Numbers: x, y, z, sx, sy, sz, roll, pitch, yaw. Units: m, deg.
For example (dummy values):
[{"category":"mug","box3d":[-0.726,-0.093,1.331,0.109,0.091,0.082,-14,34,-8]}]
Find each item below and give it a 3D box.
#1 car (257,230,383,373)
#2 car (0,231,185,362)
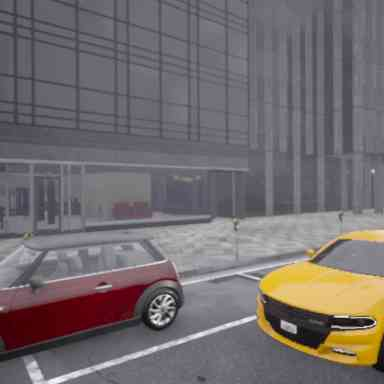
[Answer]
[{"category":"car","box3d":[3.269,1.438,5.711,5.008,1.535,1.882,0,0,-36]},{"category":"car","box3d":[-2.203,1.433,5.195,4.097,1.590,1.967,-1,0,-36]}]
